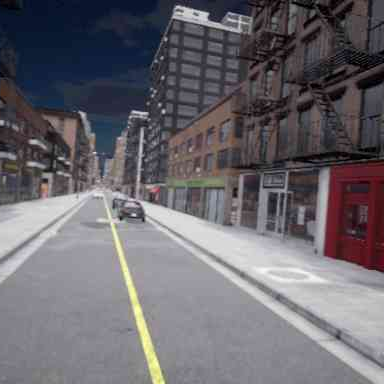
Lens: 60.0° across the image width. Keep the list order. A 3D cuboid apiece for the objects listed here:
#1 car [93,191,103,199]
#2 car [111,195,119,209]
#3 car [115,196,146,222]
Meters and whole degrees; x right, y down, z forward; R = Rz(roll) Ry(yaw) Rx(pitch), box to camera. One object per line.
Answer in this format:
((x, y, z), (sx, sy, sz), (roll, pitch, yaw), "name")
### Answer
((-18.778, 0.600, 66.503), (1.812, 1.442, 4.674), (5, -1, -15), "car")
((-8.196, 1.162, 38.271), (2.128, 1.511, 4.902), (5, 0, -15), "car")
((-4.549, 1.369, 24.930), (1.812, 1.442, 4.674), (5, -1, -15), "car")
